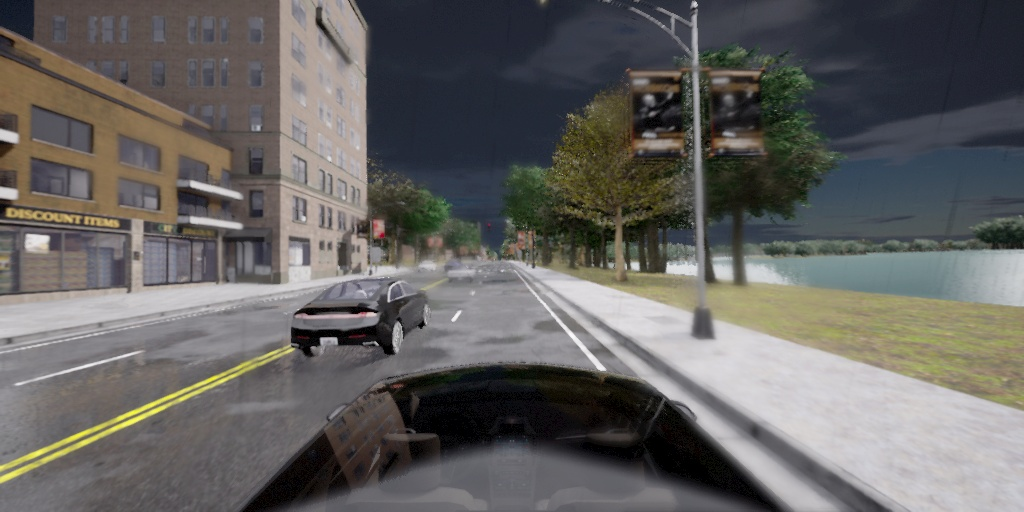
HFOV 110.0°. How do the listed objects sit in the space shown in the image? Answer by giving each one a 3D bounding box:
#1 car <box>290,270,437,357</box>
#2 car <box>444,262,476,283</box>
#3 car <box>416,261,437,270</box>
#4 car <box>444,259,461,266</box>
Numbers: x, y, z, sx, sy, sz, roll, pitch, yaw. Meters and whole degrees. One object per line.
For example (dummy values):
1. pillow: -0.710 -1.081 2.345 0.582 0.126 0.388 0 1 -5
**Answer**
1. car: -3.291 1.289 8.726 2.128 1.511 4.902 -1 0 -2
2. car: -3.879 1.364 28.608 1.895 1.301 4.718 -1 0 -2
3. car: -11.044 1.364 47.003 1.812 1.442 4.674 -1 0 -1
4. car: -7.823 1.141 48.430 2.097 1.767 4.553 -1 0 -2
